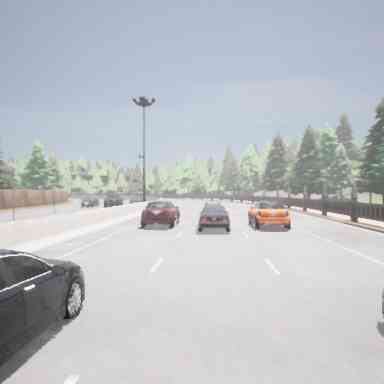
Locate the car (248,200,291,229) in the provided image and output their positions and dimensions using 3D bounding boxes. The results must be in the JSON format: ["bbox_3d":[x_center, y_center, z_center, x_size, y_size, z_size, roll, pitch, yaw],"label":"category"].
[{"bbox_3d":[4.936,1.351,21.746,2.097,1.767,4.553,0,0,3],"label":"car"}]

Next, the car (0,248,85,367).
[{"bbox_3d":[-3.060,1.507,4.492,1.837,1.490,4.892,0,0,3],"label":"car"}]

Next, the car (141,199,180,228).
[{"bbox_3d":[-2.037,1.356,22.414,2.097,1.767,4.553,0,0,3],"label":"car"}]

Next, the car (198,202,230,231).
[{"bbox_3d":[1.360,1.548,20.507,2.033,1.411,5.357,0,0,3],"label":"car"}]

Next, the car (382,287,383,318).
[{"bbox_3d":[3.891,1.489,3.432,2.128,1.511,4.902,0,0,3],"label":"car"}]

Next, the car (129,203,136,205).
[{"bbox_3d":[-8.143,1.503,49.171,2.128,1.511,4.902,0,0,-2],"label":"car"}]
